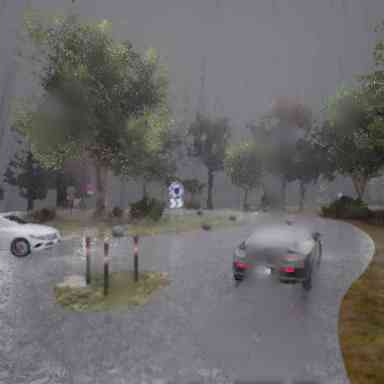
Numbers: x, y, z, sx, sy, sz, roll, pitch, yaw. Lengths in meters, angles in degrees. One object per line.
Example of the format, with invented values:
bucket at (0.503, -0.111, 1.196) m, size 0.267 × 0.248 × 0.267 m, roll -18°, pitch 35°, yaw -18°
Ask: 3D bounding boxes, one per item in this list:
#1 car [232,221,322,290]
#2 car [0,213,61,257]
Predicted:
car at (2.473, 1.515, 9.158) m, size 1.812 × 1.442 × 4.674 m, roll 0°, pitch 0°, yaw 24°
car at (-7.274, 1.506, 12.368) m, size 4.674 × 1.442 × 1.812 m, roll 0°, pitch 0°, yaw 7°
